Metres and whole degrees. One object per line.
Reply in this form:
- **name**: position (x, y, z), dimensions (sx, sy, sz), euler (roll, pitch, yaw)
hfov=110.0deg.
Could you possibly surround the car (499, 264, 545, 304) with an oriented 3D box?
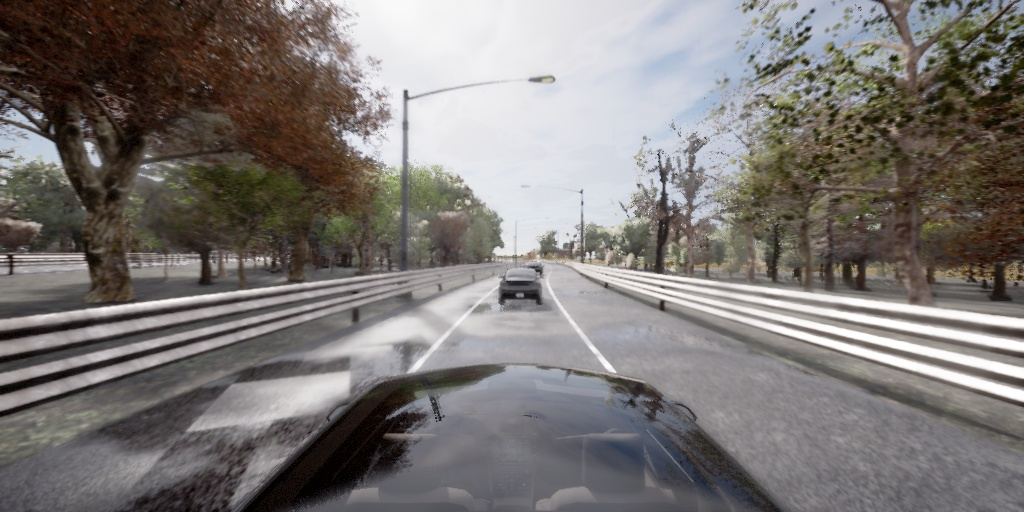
- **car**: position (0.447, 1.331, 16.841), dimensions (1.837, 1.490, 4.892), euler (0, 0, 3)

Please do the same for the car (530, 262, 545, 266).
- **car**: position (2.899, 1.501, 44.197), dimensions (1.837, 1.490, 4.892), euler (0, 0, 7)
